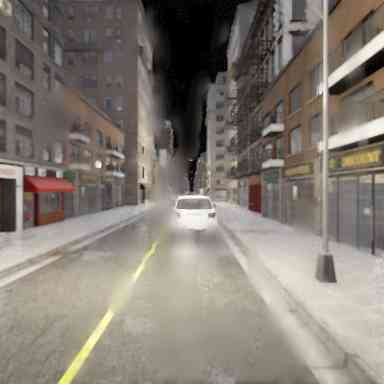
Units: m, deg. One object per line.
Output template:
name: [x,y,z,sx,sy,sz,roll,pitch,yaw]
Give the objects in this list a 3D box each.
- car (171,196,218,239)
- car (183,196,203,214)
car: [0.100,1.206,17.221,2.150,2.045,5.566,0,0,0]
car: [0.100,1.335,36.366,2.097,1.767,4.553,0,0,0]
